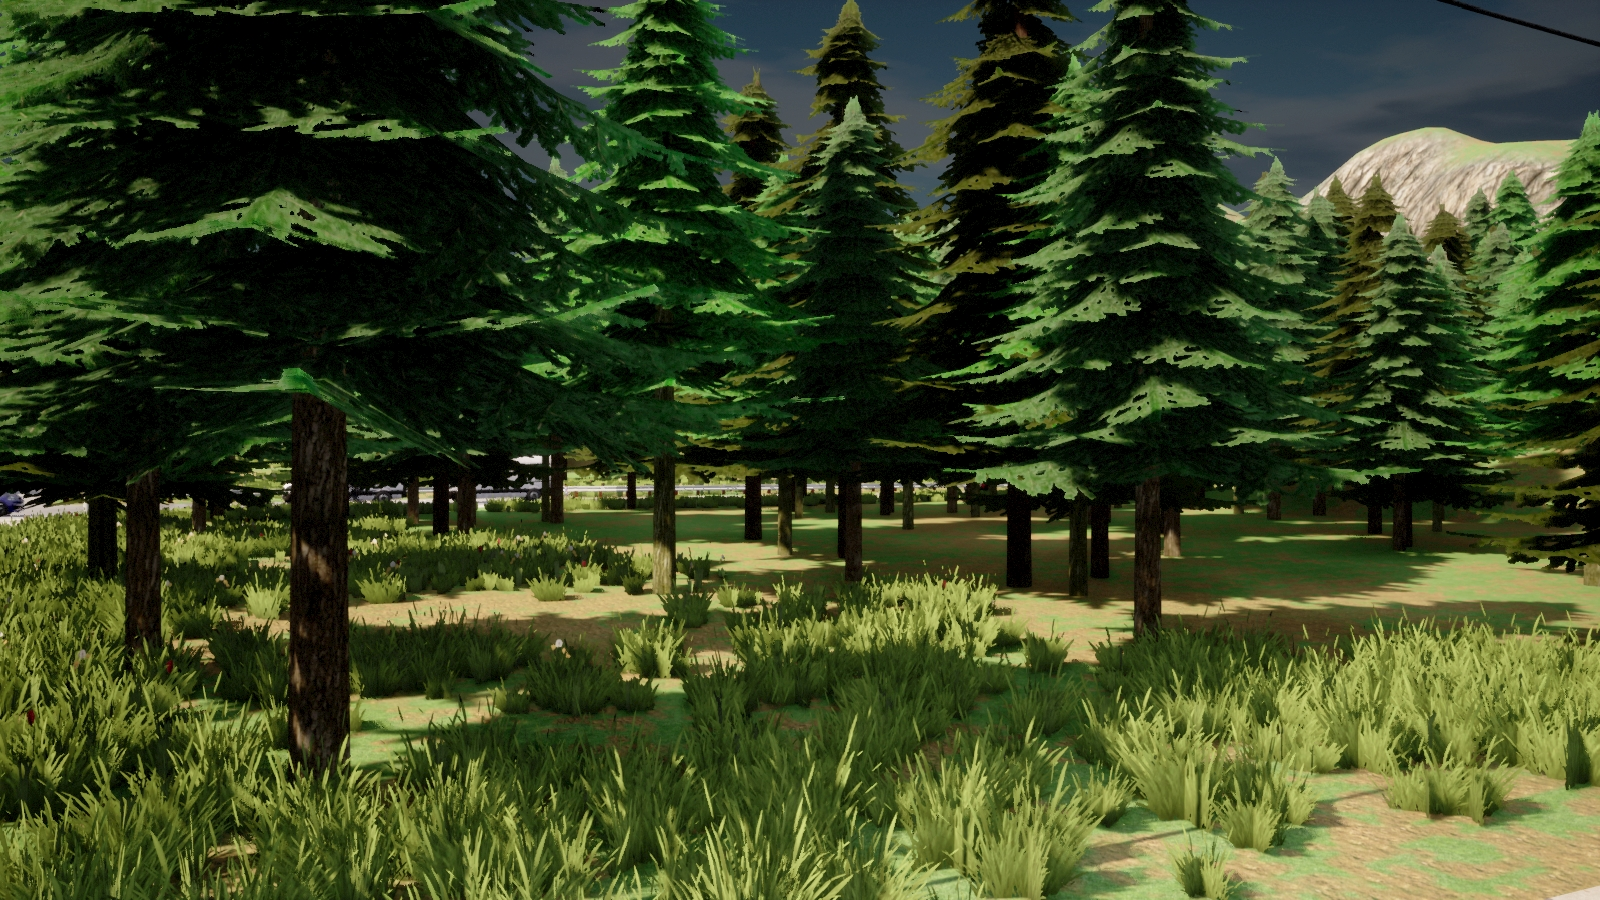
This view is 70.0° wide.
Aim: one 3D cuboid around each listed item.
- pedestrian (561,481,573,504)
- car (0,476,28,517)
[{"bbox_3d":[-11.337,2.050,55.488,0.500,1.100,0.500,0,0,-19],"label":"pedestrian"},{"bbox_3d":[-35.157,1.955,47.743,4.611,1.667,2.242,0,0,-28],"label":"car"}]
